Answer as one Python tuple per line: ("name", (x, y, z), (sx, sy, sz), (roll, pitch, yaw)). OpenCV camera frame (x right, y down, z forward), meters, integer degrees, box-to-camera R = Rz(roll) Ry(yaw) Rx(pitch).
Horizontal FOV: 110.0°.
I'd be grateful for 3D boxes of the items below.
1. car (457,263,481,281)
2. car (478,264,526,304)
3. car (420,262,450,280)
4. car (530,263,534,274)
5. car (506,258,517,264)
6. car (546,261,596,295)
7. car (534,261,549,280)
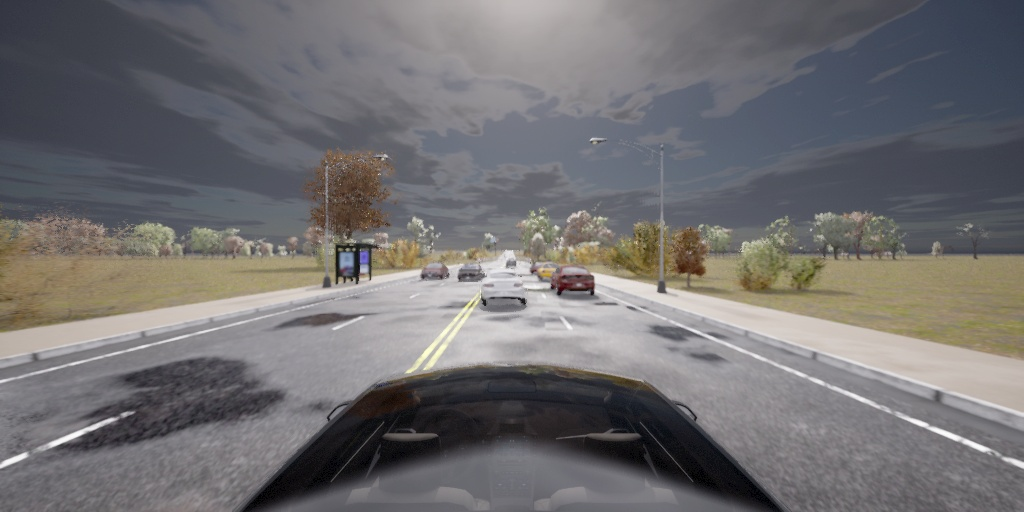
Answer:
("car", (-3.404, 1.310, 30.325), (2.033, 1.411, 5.357), (0, 0, 0))
("car", (-0.442, 1.284, 16.224), (1.812, 1.442, 4.674), (0, 0, -4))
("car", (-6.653, 1.289, 31.361), (1.812, 1.442, 4.674), (0, 0, 0))
("car", (3.159, 1.324, 41.730), (1.994, 1.385, 4.181), (0, 0, 0))
("car", (-0.103, 1.240, 64.048), (2.128, 1.511, 4.902), (0, 0, 0))
("car", (3.216, 1.238, 19.729), (1.882, 1.535, 5.008), (0, 0, 0))
("car", (3.187, 1.218, 30.920), (1.801, 1.575, 5.366), (0, 0, 0))
